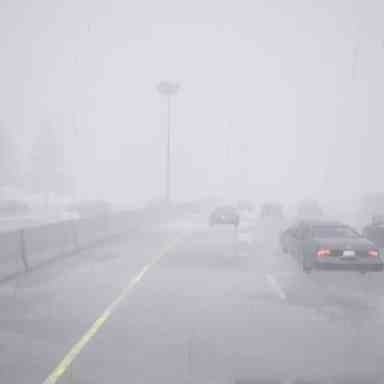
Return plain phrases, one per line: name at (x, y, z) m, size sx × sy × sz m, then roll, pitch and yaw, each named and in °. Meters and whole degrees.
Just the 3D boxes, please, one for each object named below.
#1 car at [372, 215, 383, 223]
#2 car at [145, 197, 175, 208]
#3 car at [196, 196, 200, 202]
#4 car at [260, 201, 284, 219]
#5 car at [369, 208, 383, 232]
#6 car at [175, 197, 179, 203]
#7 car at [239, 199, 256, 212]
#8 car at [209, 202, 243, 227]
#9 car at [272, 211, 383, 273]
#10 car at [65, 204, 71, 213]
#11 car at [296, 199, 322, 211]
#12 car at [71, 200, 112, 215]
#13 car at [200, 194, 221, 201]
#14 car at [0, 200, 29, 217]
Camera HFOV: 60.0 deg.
car at (7.799, 1.553, 11.880) m, size 2.128 × 1.511 × 4.902 m, roll 0°, pitch 0°, yaw 5°
car at (-4.211, 1.616, 42.201) m, size 1.837 × 1.490 × 4.892 m, roll 0°, pitch 0°, yaw 17°
car at (2.552, 1.516, 76.719) m, size 1.837 × 1.490 × 4.892 m, roll 0°, pitch 0°, yaw 26°
car at (7.305, 1.620, 30.350) m, size 1.837 × 1.490 × 4.892 m, roll 0°, pitch 0°, yaw 13°
car at (12.255, 1.700, 19.399) m, size 1.895 × 1.301 × 4.718 m, roll 0°, pitch 0°, yaw 9°
car at (-4.428, 1.711, 70.509) m, size 1.812 × 1.442 × 4.674 m, roll 0°, pitch 0°, yaw 24°
car at (6.791, 1.651, 41.643) m, size 1.837 × 1.490 × 4.892 m, roll 0°, pitch 0°, yaw 17°
car at (2.392, 1.643, 23.728) m, size 1.994 × 1.385 × 4.181 m, roll 0°, pitch 0°, yaw 10°
car at (4.150, 1.594, 10.831) m, size 2.033 × 1.411 × 5.357 m, roll 0°, pitch 0°, yaw 5°
car at (-12.589, 1.634, 38.104) m, size 1.994 × 1.385 × 4.181 m, roll 0°, pitch 0°, yaw 15°
car at (11.632, 1.490, 33.225) m, size 2.097 × 1.767 × 4.553 m, roll 0°, pitch 0°, yaw 14°
car at (-9.932, 1.574, 34.212) m, size 1.837 × 1.490 × 4.892 m, roll 0°, pitch -1°, yaw 13°
car at (4.497, 1.406, 72.767) m, size 2.150 × 2.045 × 5.566 m, roll 0°, pitch 0°, yaw 26°
car at (-17.665, 1.526, 31.570) m, size 2.128 × 1.511 × 4.902 m, roll 0°, pitch 0°, yaw 12°
